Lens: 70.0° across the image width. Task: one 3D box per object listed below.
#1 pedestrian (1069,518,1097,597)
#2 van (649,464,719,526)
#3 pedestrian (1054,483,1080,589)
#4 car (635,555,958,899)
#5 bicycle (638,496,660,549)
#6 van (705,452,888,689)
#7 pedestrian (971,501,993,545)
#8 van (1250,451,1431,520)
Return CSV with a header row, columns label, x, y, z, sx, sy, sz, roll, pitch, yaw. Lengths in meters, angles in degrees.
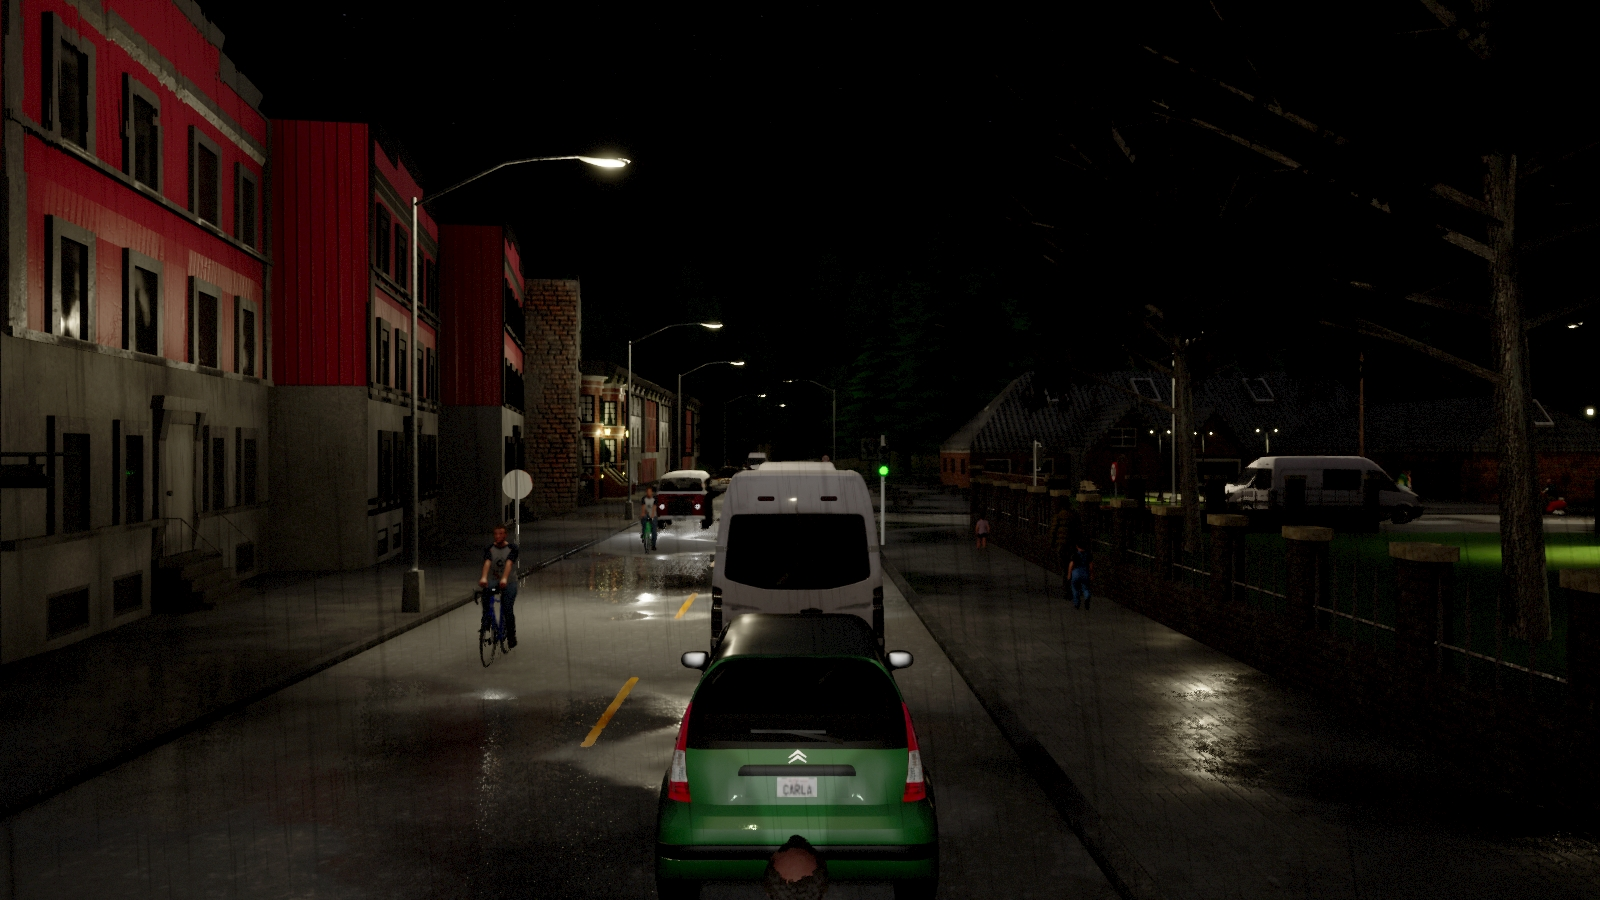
label,x,y,z,sx,sy,sz,roll,pitch,yaw
pedestrian,4.760,1.805,19.228,0.375,1.300,0.375,0,0,-1
van,-4.100,1.563,41.050,2.069,2.038,4.480,0,0,0
pedestrian,4.760,1.525,20.409,0.375,1.860,0.375,0,0,0
car,-0.023,1.779,8.527,1.851,1.617,3.988,0,0,0
bicycle,-4.072,1.936,30.793,0.373,1.296,1.643,0,0,0
van,-0.049,1.315,15.348,1.988,2.561,5.915,0,0,0
pedestrian,4.743,1.904,29.854,0.500,1.100,0.500,0,0,0
van,20.516,1.315,43.533,5.915,2.561,1.988,0,0,1
